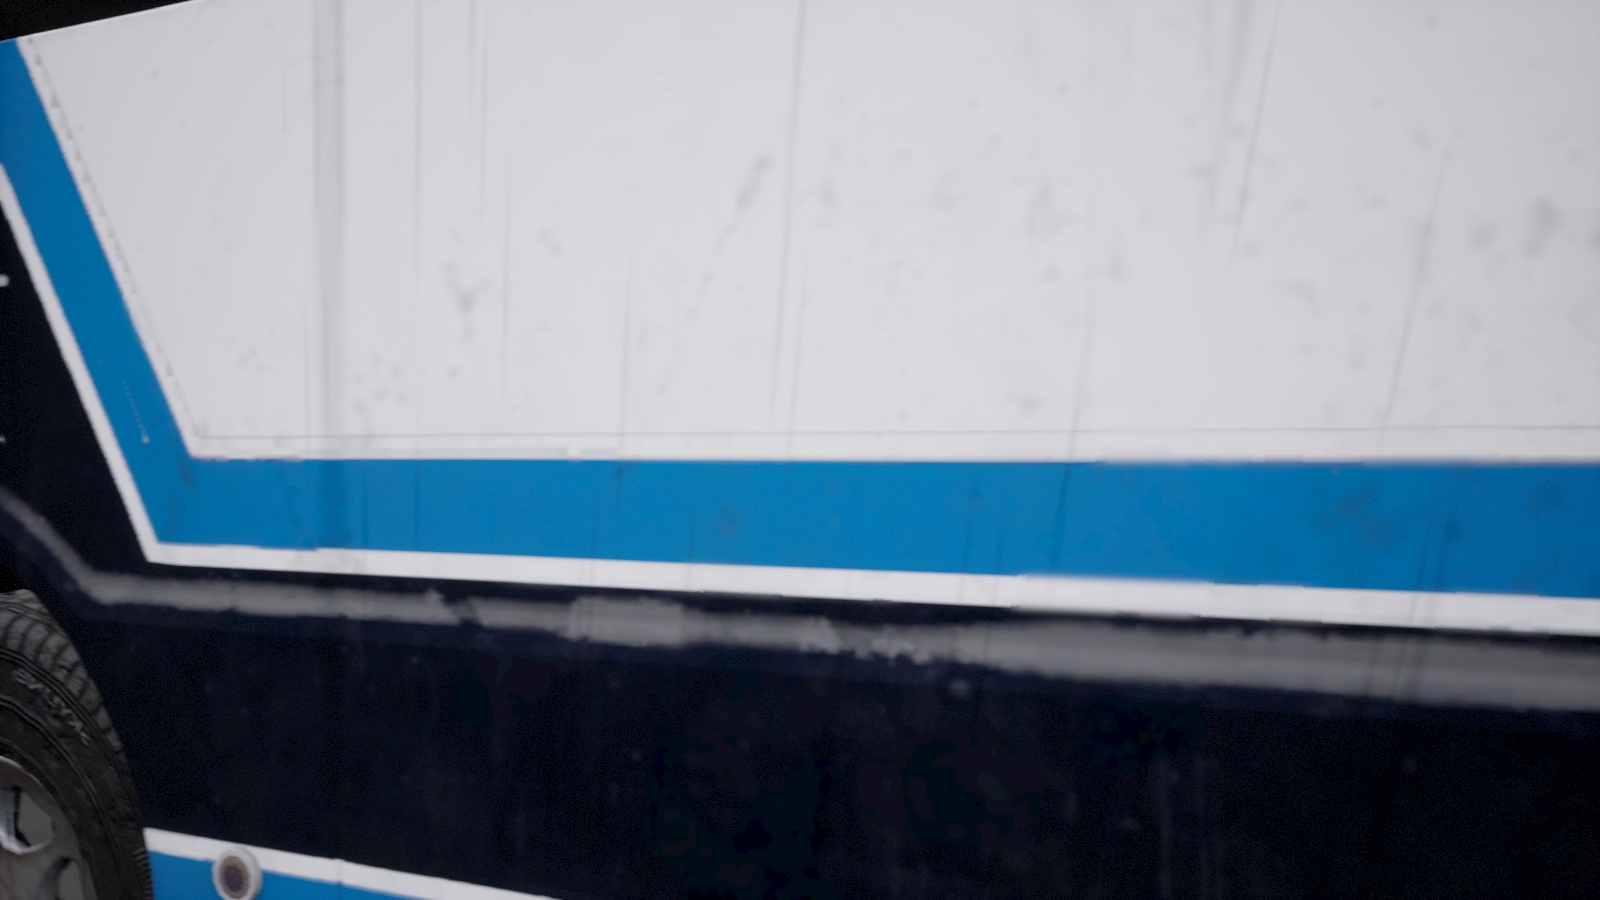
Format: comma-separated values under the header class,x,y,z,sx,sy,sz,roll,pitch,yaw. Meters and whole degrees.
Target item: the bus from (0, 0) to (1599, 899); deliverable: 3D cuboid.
class,x,y,z,sx,sy,sz,roll,pitch,yaw
bus,1.458,-0.587,2.641,10.273,4.253,3.944,0,1,24
